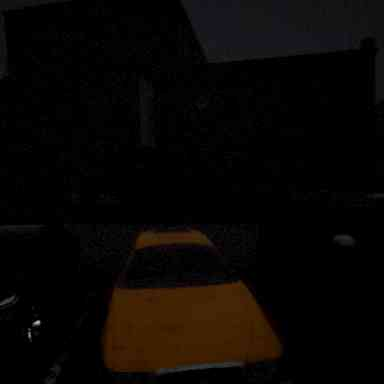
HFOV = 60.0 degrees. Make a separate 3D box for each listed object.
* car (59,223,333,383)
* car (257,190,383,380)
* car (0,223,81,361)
[{"bbox_3d":[-0.291,1.300,5.059,1.946,1.575,5.366,-1,1,-8],"label":"car"},{"bbox_3d":[2.632,1.003,4.609,2.435,2.045,5.566,-1,1,-8],"label":"car"},{"bbox_3d":[-3.254,1.376,5.824,2.163,1.488,4.792,-1,1,-8],"label":"car"}]
